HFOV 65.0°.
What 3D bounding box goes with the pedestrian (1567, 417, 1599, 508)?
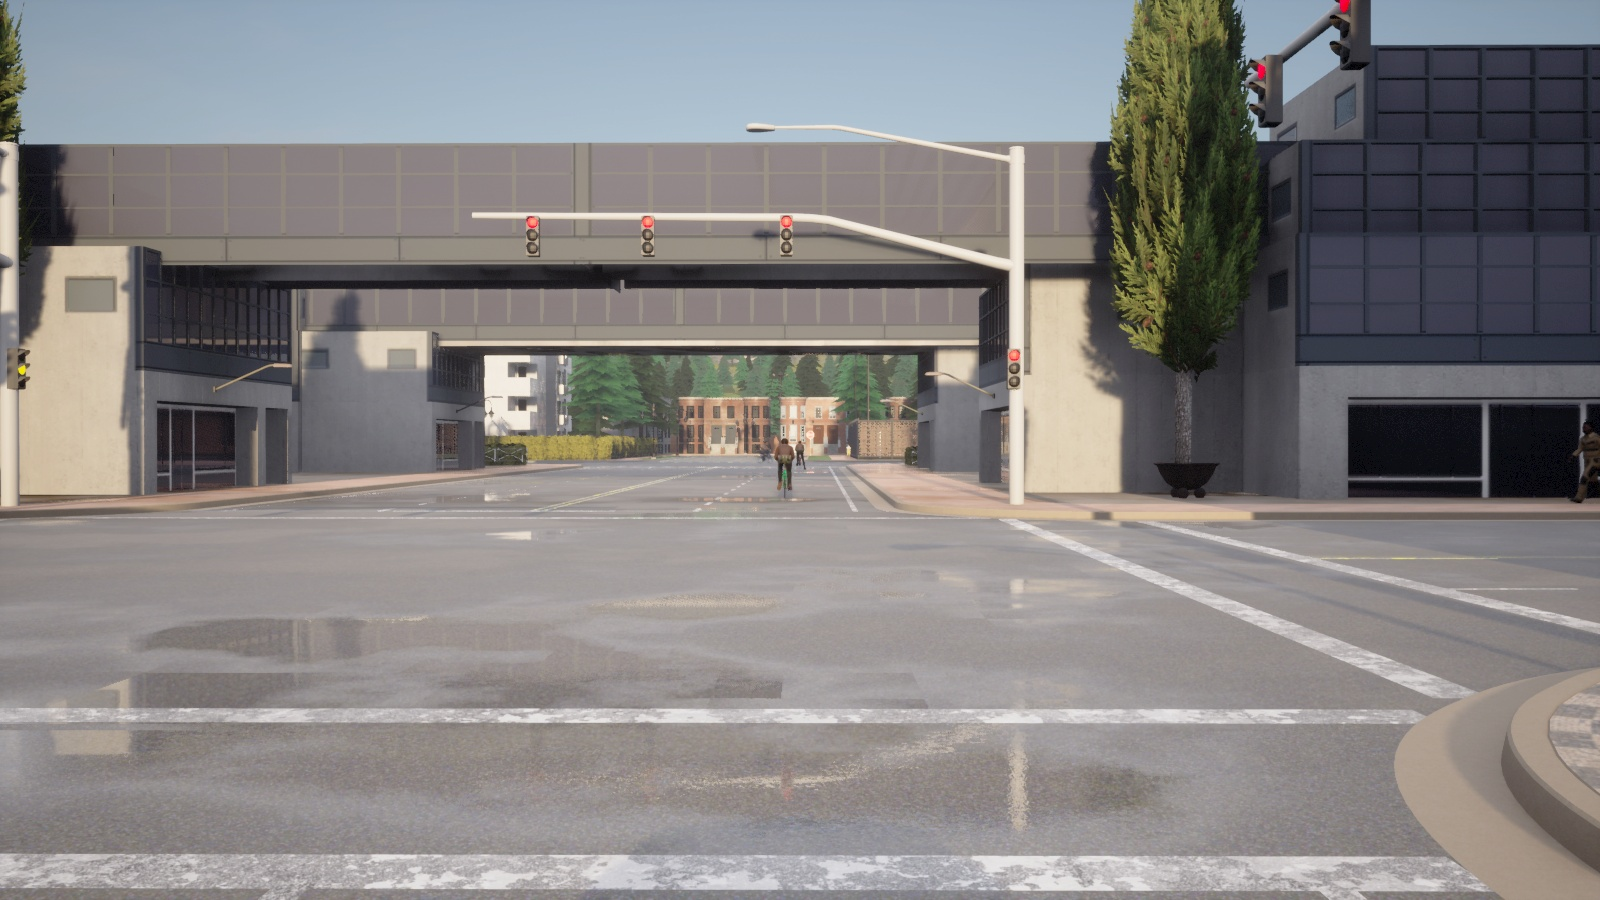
[{"bbox_3d":[16.818,0.268,26.758,0.692,1.930,0.396,0,0,-2],"label":"pedestrian"}]
